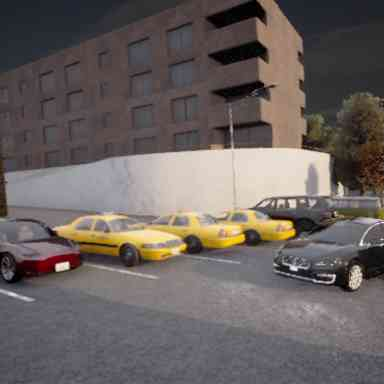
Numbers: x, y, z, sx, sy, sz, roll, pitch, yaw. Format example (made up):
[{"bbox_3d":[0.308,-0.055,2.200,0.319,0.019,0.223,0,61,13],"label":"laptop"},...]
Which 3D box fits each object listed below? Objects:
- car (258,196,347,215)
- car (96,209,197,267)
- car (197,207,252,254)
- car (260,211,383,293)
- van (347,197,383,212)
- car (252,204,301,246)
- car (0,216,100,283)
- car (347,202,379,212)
[{"bbox_3d":[4.422,1.222,16.799,5.566,2.045,2.435,-1,-1,34],"label":"car"},{"bbox_3d":[-2.691,1.470,11.444,5.366,1.575,1.946,-1,-1,34],"label":"car"},{"bbox_3d":[-0.565,1.469,13.395,5.366,1.575,1.946,-1,0,34],"label":"car"},{"bbox_3d":[4.266,1.473,8.902,4.892,1.490,1.837,0,0,-36],"label":"car"},{"bbox_3d":[9.206,1.277,20.353,4.442,1.987,1.878,-1,-1,34],"label":"van"},{"bbox_3d":[1.865,1.467,15.142,5.366,1.575,1.946,-1,-1,34],"label":"car"},{"bbox_3d":[-5.249,1.521,9.793,4.792,1.488,2.163,-1,-1,35],"label":"car"},{"bbox_3d":[7.030,1.479,18.428,5.366,1.575,1.946,-1,-1,34],"label":"car"}]
